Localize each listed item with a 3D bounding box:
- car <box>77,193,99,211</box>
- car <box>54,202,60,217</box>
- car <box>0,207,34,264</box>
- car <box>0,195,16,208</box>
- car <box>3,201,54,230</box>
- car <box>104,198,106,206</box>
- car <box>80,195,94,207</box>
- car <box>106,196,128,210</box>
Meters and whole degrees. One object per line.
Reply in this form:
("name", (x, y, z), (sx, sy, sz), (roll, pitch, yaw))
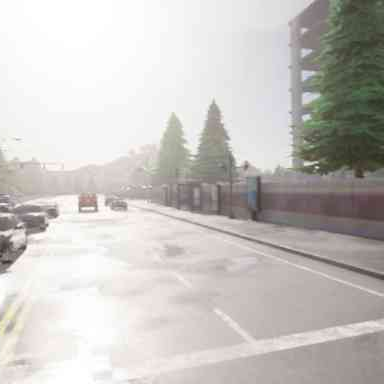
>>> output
("car", (-12.170, 1.094, 38.982), (2.150, 2.045, 5.566), (-1, 0, -18))
("car", (-12.993, 1.561, 29.905), (1.895, 1.301, 4.718), (-1, 0, -18))
("car", (-6.947, 1.520, 11.510), (1.837, 1.490, 4.892), (-1, 1, -18))
("car", (-15.757, 1.249, 27.072), (2.150, 2.045, 5.566), (-1, 0, -18))
("car", (-9.901, 1.493, 20.476), (1.837, 1.490, 4.892), (-1, 0, -18))
("car", (-12.012, 1.261, 49.526), (1.882, 1.535, 5.008), (-1, 1, -18))
("car", (-15.335, 1.323, 48.429), (1.882, 1.535, 5.008), (-1, 1, -18))
("car", (-8.881, 1.357, 40.196), (2.033, 1.411, 5.357), (-1, 0, -18))
